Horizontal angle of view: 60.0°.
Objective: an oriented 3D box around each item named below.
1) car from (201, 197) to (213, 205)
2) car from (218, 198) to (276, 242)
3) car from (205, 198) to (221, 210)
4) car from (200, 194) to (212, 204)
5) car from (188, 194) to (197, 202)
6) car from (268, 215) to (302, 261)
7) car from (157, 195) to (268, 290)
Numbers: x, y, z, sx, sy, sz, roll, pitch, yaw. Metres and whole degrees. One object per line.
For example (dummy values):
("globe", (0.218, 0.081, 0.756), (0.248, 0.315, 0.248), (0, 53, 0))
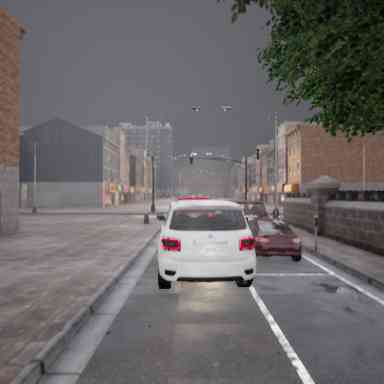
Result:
("car", (2.707, 1.614, 60.103), (1.887, 1.381, 4.507), (1, 0, 0))
("car", (2.665, 1.316, 17.361), (2.192, 1.841, 5.009), (1, 0, 0))
("car", (2.690, 1.577, 43.791), (1.887, 1.381, 4.507), (1, 0, 0))
("car", (2.715, 1.399, 65.541), (2.192, 1.841, 5.009), (1, 0, 0))
("car", (0.089, 1.501, 83.985), (2.097, 1.767, 4.553), (0, 0, 0))
("car", (2.656, 1.580, 11.912), (1.802, 1.307, 4.206), (1, 0, 0))
("car", (0.198, 1.220, 9.281), (2.150, 2.045, 5.566), (0, 0, -4))
